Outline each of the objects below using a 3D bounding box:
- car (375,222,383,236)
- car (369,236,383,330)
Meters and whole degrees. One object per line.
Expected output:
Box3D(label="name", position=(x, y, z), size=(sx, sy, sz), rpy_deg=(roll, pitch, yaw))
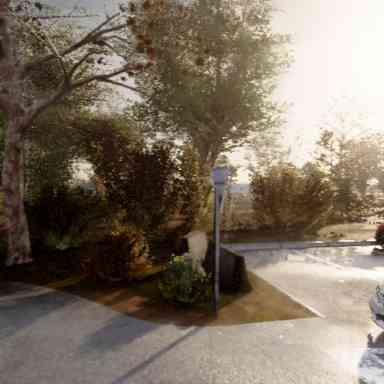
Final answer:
Box3D(label="car", position=(8.246, 1.267, 10.662), size=(2.185, 1.767, 4.553), rpy_deg=(1, 1, -15))
Box3D(label="car", position=(4.985, 1.500, 4.890), size=(4.674, 1.442, 1.812), rpy_deg=(1, 1, -14))
